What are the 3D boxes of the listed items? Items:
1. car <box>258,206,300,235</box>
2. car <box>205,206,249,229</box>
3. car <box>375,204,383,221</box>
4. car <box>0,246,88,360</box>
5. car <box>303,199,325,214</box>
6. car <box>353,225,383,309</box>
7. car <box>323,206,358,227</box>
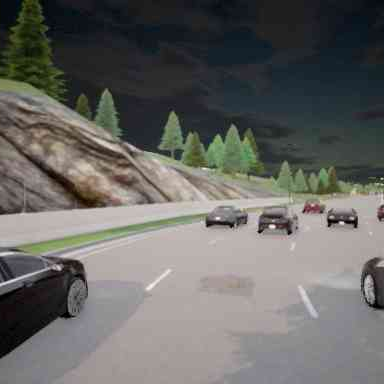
[{"bbox_3d":[5.200,1.587,19.838,1.837,1.490,4.892,0,0,23],"label":"car"},{"bbox_3d":[2.460,1.626,22.596,1.994,1.385,4.181,0,0,25],"label":"car"},{"bbox_3d":[17.133,1.724,28.828,1.812,1.442,4.674,0,0,26],"label":"car"},{"bbox_3d":[-3.083,1.474,4.539,2.128,1.511,4.902,0,0,6],"label":"car"},{"bbox_3d":[14.431,1.546,39.129,2.097,1.767,4.553,0,0,26],"label":"car"},{"bbox_3d":[4.219,1.550,5.000,1.837,1.490,4.892,0,0,7],"label":"car"},{"bbox_3d":[10.709,1.735,23.646,1.895,1.301,4.718,0,0,26],"label":"car"}]
